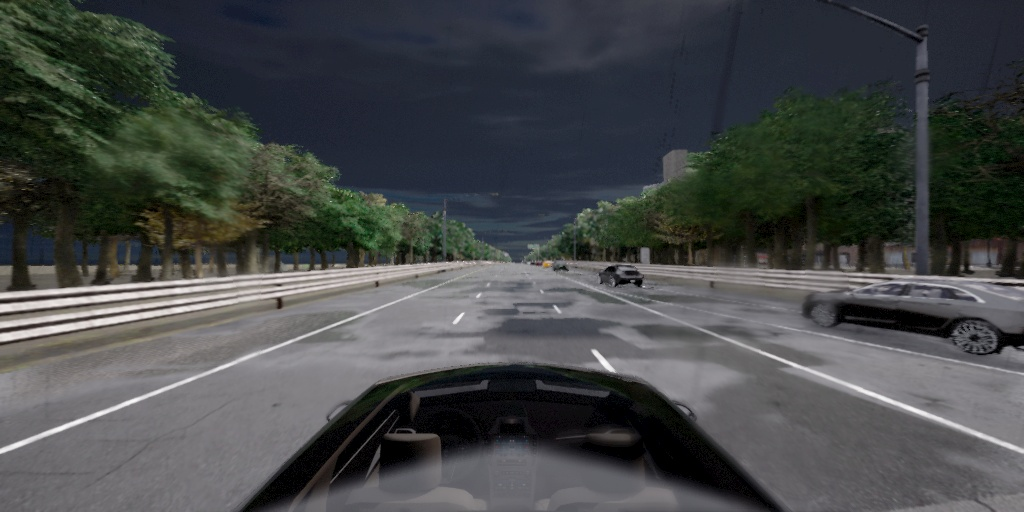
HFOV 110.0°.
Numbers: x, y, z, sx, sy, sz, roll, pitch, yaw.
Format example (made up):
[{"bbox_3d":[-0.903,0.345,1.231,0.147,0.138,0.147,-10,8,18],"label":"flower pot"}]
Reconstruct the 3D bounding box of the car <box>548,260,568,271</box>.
[{"bbox_3d":[7.029,1.353,53.514,2.097,1.767,4.553,0,0,0],"label":"car"}]

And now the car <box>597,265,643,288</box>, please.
[{"bbox_3d":[7.440,1.368,25.045,1.837,1.490,4.892,0,0,-5],"label":"car"}]

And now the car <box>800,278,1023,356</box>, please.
[{"bbox_3d":[10.010,1.297,8.903,2.128,1.511,4.902,0,0,-14],"label":"car"}]
